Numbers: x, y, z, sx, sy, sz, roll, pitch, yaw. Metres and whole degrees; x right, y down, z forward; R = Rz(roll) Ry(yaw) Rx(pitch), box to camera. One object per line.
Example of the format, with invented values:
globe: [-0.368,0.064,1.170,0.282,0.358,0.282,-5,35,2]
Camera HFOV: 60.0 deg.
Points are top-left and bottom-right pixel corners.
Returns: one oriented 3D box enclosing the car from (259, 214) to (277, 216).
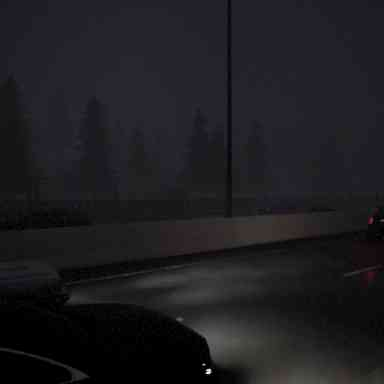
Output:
car: [8.203,1.466,31.227,5.008,1.535,1.882,0,0,-35]

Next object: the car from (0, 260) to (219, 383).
car: [-2.000,1.505,2.320,4.892,1.490,1.837,0,0,-35]

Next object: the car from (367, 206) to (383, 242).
car: [9.995,1.344,15.171,4.553,1.767,2.097,0,0,-36]

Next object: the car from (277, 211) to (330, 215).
car: [8.287,1.591,22.746,4.718,1.301,1.895,0,0,-35]

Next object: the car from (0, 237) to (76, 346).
car: [-4.395,1.601,4.911,4.718,1.301,1.895,0,0,-35]

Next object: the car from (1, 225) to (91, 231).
car: [-7.369,1.504,15.930,4.892,1.490,1.837,0,0,-35]
